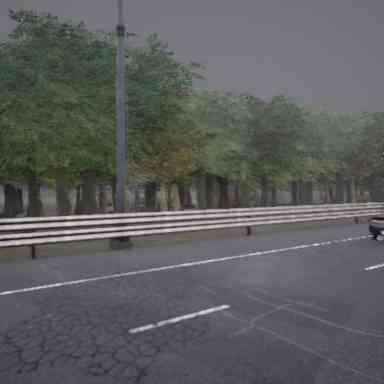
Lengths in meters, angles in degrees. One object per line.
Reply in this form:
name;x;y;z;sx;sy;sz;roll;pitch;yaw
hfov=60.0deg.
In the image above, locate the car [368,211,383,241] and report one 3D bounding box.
car;9.846;1.431;14.893;4.902;1.511;2.128;0;0;-34
